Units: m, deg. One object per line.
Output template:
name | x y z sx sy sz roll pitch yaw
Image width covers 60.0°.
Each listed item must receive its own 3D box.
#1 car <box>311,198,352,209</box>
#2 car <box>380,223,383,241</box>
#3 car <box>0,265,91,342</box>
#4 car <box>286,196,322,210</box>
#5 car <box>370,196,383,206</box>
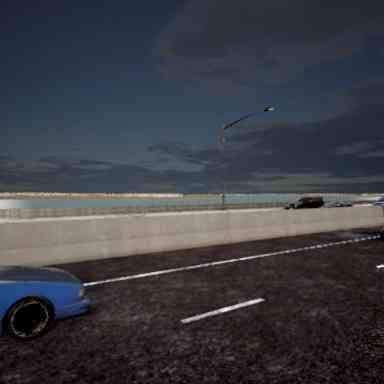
car | 16.172 1.783 37.534 4.902 1.511 2.128 0 -1 -36
car | 10.965 1.675 16.178 4.181 1.385 1.994 0 -1 -36
car | -4.360 1.618 4.866 5.357 1.411 2.033 0 -1 -37
car | 13.781 1.550 40.132 5.566 2.045 2.150 0 -1 -36
car | 22.448 1.484 37.753 5.566 2.045 2.150 0 -1 -36
